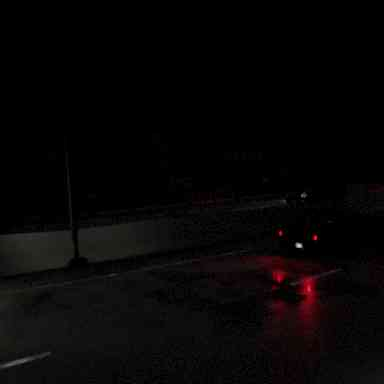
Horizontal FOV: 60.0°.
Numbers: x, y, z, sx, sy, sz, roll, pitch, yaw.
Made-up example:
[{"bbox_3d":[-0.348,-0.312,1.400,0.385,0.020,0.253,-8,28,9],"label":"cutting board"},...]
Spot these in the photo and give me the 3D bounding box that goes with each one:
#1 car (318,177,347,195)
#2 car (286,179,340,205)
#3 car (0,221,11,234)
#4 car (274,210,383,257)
[{"bbox_3d":[14.228,-0.539,35.461,5.566,2.045,2.150,-5,3,-35],"label":"car"},{"bbox_3d":[10.025,0.126,28.272,4.553,1.767,2.097,-5,3,-35],"label":"car"},{"bbox_3d":[-8.604,1.498,10.752,4.902,1.511,2.128,0,0,-35],"label":"car"},{"bbox_3d":[5.151,1.277,11.715,4.718,1.301,1.895,-4,2,-35],"label":"car"}]
